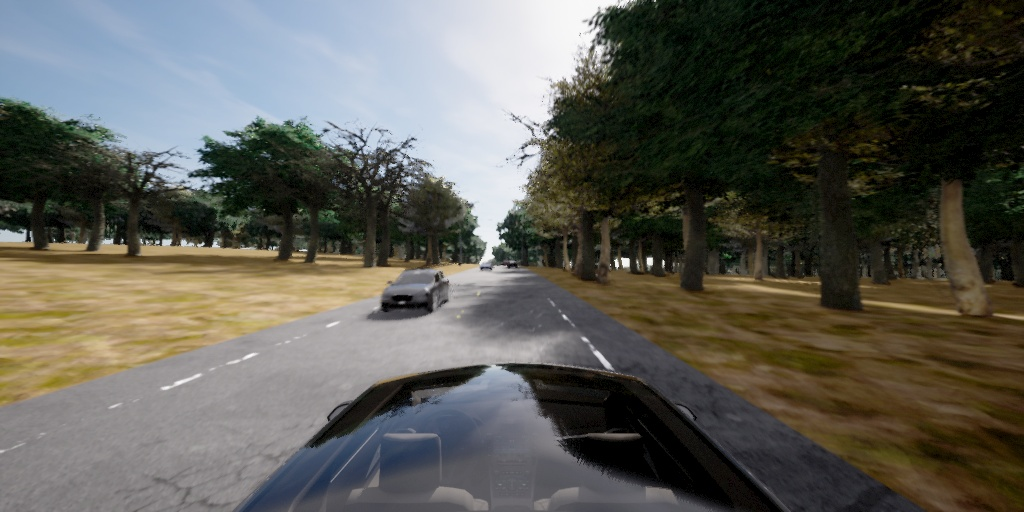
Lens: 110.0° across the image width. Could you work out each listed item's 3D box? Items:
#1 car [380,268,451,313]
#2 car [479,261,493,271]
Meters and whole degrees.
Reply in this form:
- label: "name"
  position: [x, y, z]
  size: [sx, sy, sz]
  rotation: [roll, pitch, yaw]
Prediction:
- label: "car"
  position: [-3.615, 1.272, 14.179]
  size: [1.837, 1.490, 4.892]
  rotation: [0, 0, 0]
- label: "car"
  position: [-3.977, 1.553, 55.680]
  size: [2.033, 1.411, 5.357]
  rotation: [0, 0, 0]
